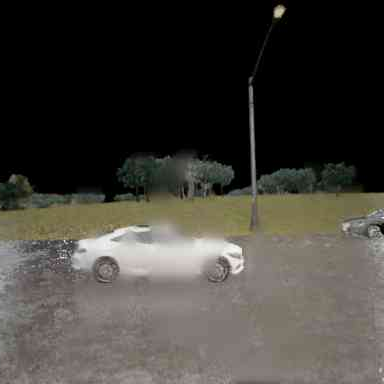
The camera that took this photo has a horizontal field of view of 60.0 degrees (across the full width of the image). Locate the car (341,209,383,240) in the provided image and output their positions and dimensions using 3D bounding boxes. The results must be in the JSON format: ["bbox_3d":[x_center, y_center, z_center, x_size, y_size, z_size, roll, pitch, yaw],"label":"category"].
[{"bbox_3d":[10.034,1.539,16.569,4.902,1.511,2.128,-1,-3,-1],"label":"car"}]

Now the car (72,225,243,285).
[{"bbox_3d":[-0.924,1.666,9.382,4.674,1.442,1.812,0,-2,-1],"label":"car"}]
